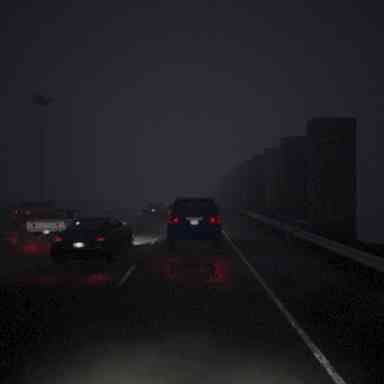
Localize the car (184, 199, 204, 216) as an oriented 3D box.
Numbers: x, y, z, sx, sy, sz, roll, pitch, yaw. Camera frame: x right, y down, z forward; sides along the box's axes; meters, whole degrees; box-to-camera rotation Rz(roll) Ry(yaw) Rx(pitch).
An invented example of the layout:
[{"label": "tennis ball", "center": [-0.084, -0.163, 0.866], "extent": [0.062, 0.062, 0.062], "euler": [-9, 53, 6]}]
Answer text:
[{"label": "car", "center": [0.215, 1.507, 33.452], "extent": [1.837, 1.490, 4.892], "euler": [0, 0, 1]}]

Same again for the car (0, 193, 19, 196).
[{"label": "car", "center": [-27.610, 1.224, 49.030], "extent": [2.150, 2.045, 5.566], "euler": [0, 0, 2]}]

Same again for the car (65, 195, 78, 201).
[{"label": "car", "center": [-31.199, 1.520, 85.998], "extent": [1.994, 1.385, 4.181], "euler": [0, 0, -2]}]

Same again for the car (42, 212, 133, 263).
[{"label": "car", "center": [-3.401, 1.565, 11.999], "extent": [1.994, 1.385, 4.181], "euler": [0, 0, 0]}]

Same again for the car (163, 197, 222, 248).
[{"label": "car", "center": [0.109, 1.223, 14.999], "extent": [2.150, 2.045, 5.566], "euler": [0, 0, 0]}]

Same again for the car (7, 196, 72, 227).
[{"label": "car", "center": [-10.394, 1.354, 23.152], "extent": [2.097, 1.767, 4.553], "euler": [0, 0, 0]}]

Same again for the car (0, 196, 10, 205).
[{"label": "car", "center": [-20.852, 1.529, 38.346], "extent": [1.812, 1.442, 4.674], "euler": [0, 0, 2]}]

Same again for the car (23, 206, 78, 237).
[{"label": "car", "center": [-6.901, 1.602, 17.988], "extent": [1.895, 1.301, 4.718], "euler": [0, 0, 0]}]

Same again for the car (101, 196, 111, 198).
[{"label": "car", "center": [-20.420, 1.537, 78.892], "extent": [2.033, 1.411, 5.357], "euler": [0, 0, 0]}]

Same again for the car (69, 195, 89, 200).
[{"label": "car", "center": [-23.819, 1.558, 69.810], "extent": [1.994, 1.385, 4.181], "euler": [0, 0, 0]}]

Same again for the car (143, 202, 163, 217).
[{"label": "car", "center": [-3.328, 1.566, 30.897], "extent": [1.994, 1.385, 4.181], "euler": [0, 0, 1]}]

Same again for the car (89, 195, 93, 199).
[{"label": "car", "center": [-27.962, 1.363, 89.751], "extent": [1.994, 1.385, 4.181], "euler": [0, 0, -4]}]
